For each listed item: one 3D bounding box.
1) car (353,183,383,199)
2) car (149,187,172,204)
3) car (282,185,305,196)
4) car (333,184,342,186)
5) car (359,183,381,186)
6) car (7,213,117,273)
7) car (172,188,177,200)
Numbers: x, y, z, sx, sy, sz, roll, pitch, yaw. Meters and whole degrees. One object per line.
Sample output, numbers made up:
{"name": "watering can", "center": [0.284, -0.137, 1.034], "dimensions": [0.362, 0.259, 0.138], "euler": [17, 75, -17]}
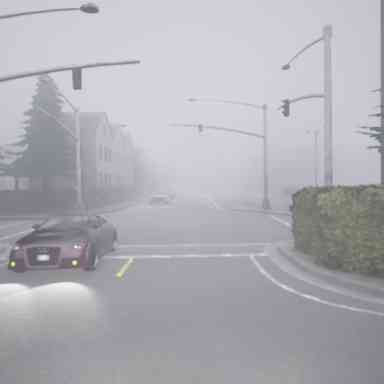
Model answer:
{"name": "car", "center": [22.348, -0.207, 41.793], "dimensions": [1.932, 1.855, 4.605], "euler": [-1, 1, 0]}
{"name": "car", "center": [-3.635, 0.528, 37.524], "dimensions": [1.882, 1.535, 5.008], "euler": [-1, 1, 0]}
{"name": "car", "center": [15.381, -0.141, 51.788], "dimensions": [2.007, 1.523, 4.514], "euler": [-1, 1, 0]}
{"name": "car", "center": [25.435, -0.642, 59.181], "dimensions": [2.152, 1.636, 5.027], "euler": [-1, 1, 0]}
{"name": "car", "center": [19.085, 0.026, 33.919], "dimensions": [1.905, 1.878, 3.866], "euler": [-1, 1, 0]}
{"name": "car", "center": [-3.509, 1.330, 9.740], "dimensions": [1.994, 1.385, 4.181], "euler": [-1, 1, -1]}
{"name": "car", "center": [-3.631, 0.149, 47.546], "dimensions": [2.097, 1.767, 4.553], "euler": [-1, 1, 0]}
